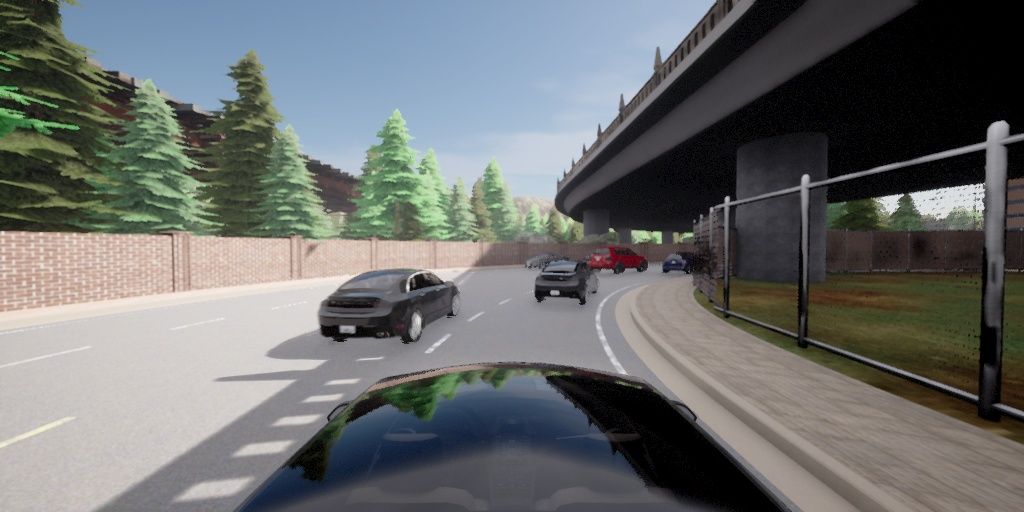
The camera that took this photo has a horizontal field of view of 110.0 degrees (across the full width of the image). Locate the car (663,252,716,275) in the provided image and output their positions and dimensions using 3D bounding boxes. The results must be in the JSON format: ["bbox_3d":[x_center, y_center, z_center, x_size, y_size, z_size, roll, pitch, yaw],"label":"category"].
[{"bbox_3d":[13.831,0.457,27.903,4.553,1.767,2.097,-1,2,-33],"label":"car"}]

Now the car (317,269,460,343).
[{"bbox_3d":[-2.749,1.070,9.126,1.837,1.490,4.892,0,1,8],"label":"car"}]

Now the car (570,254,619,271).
[{"bbox_3d":[7.444,0.562,32.153,4.181,1.385,1.994,-1,2,-35],"label":"car"}]

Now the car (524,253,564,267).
[{"bbox_3d":[3.308,0.459,33.303,4.902,1.511,2.128,-1,2,-39],"label":"car"}]

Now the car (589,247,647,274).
[{"bbox_3d":[8.503,0.309,28.526,5.566,2.045,2.150,-1,1,-39],"label":"car"}]

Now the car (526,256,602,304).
[{"bbox_3d":[2.310,0.940,14.461,1.837,1.490,4.892,0,1,20],"label":"car"}]
